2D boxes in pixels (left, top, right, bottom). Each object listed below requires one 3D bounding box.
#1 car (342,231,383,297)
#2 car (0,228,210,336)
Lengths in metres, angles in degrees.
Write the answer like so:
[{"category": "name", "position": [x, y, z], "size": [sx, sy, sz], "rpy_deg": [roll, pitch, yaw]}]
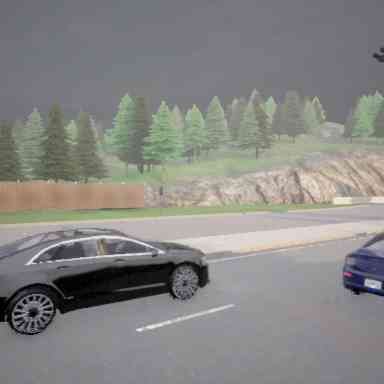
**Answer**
[{"category": "car", "position": [5.202, 1.528, 7.458], "size": [4.674, 1.442, 1.812], "rpy_deg": [0, 0, -36]}, {"category": "car", "position": [-1.855, 1.492, 6.721], "size": [4.902, 1.511, 2.128], "rpy_deg": [0, 0, -35]}]
